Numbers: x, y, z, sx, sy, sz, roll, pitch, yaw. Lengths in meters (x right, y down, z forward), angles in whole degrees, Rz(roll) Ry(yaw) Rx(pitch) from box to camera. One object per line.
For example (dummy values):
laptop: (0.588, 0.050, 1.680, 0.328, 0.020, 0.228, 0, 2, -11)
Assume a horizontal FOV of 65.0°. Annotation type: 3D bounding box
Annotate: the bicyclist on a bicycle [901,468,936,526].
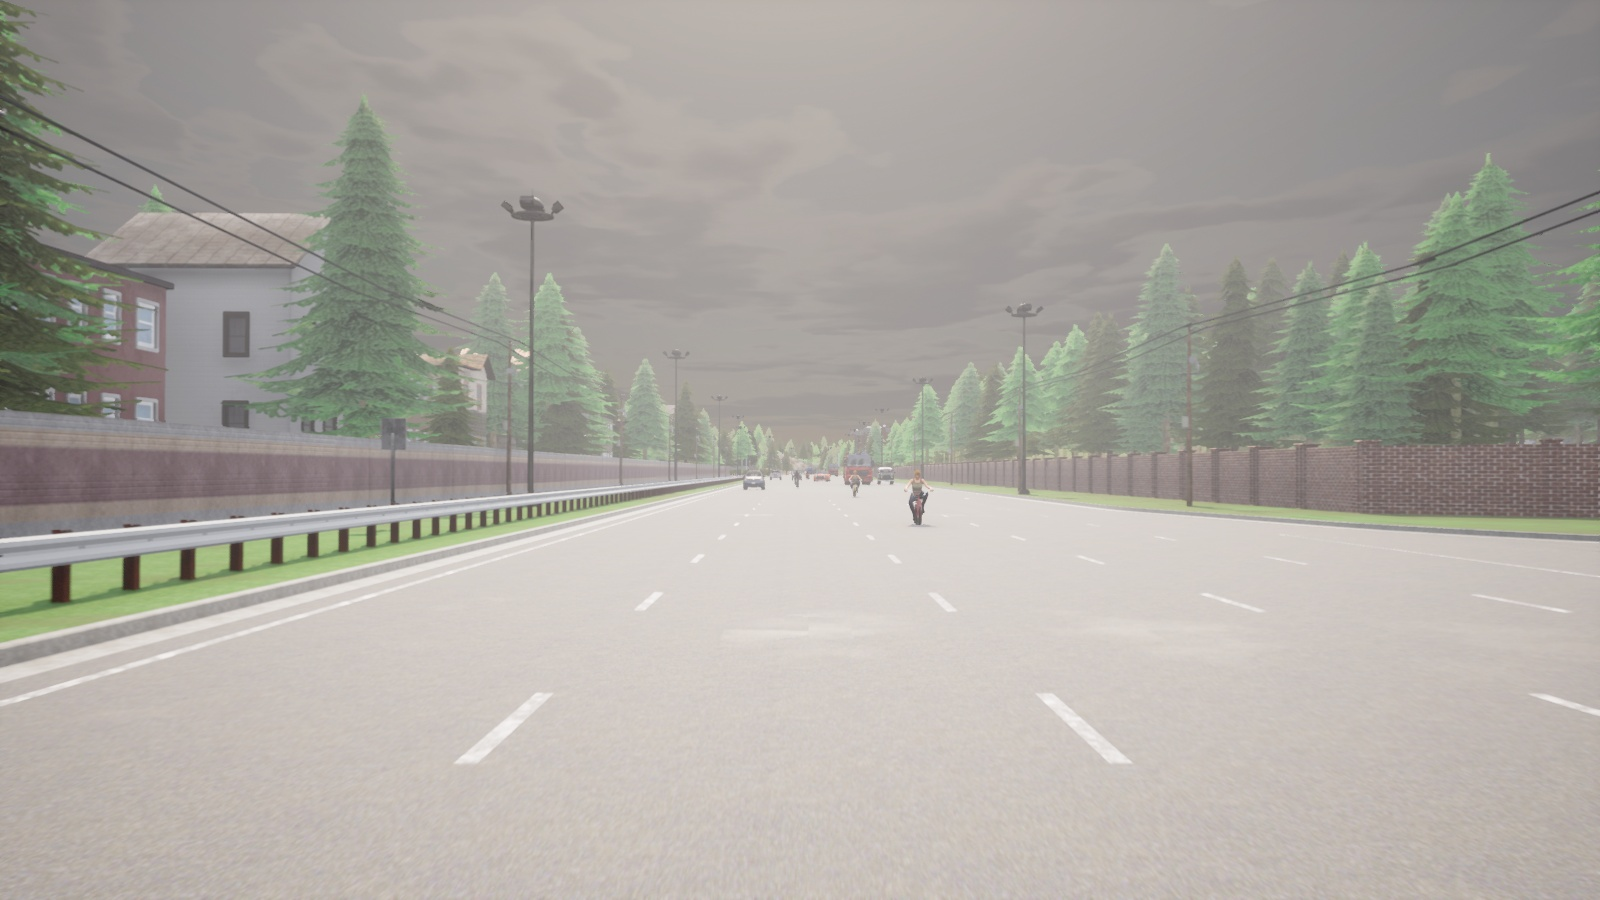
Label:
bicyclist on a bicycle: (3.408, 1.342, 36.190, 0.866, 1.612, 1.509, 0, -1, 0)
